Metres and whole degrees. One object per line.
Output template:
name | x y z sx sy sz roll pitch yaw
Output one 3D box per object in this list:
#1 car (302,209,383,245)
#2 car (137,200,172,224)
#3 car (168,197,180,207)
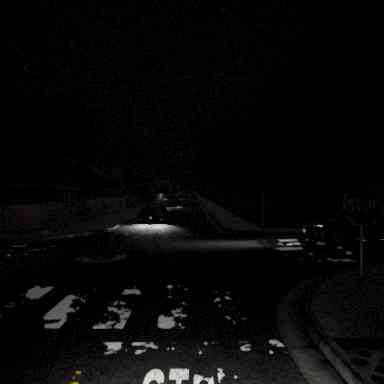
car | 7.182 1.300 14.007 4.902 1.511 2.128 -1 0 0
car | -2.811 1.566 24.629 1.994 1.385 4.181 0 0 0
car | -2.877 1.502 50.311 1.837 1.490 4.892 0 1 0
